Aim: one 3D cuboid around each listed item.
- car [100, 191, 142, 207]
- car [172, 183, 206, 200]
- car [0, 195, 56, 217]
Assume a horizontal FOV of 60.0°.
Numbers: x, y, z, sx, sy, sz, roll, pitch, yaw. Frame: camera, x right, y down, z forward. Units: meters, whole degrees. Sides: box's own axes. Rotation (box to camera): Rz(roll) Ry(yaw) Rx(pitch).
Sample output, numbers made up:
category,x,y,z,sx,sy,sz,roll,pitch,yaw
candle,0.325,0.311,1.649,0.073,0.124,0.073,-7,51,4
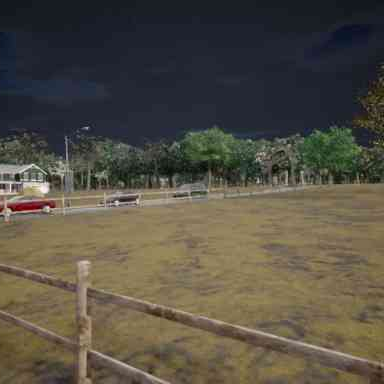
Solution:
category,x,y,z,sx,sy,sz,roll,pitch,yaw
car,-7.257,0.662,34.227,1.837,1.490,4.892,-3,1,36
car,-0.281,-0.092,44.011,2.150,2.045,5.566,-3,1,36
car,-13.191,1.026,25.912,1.882,1.535,5.008,-3,1,35
